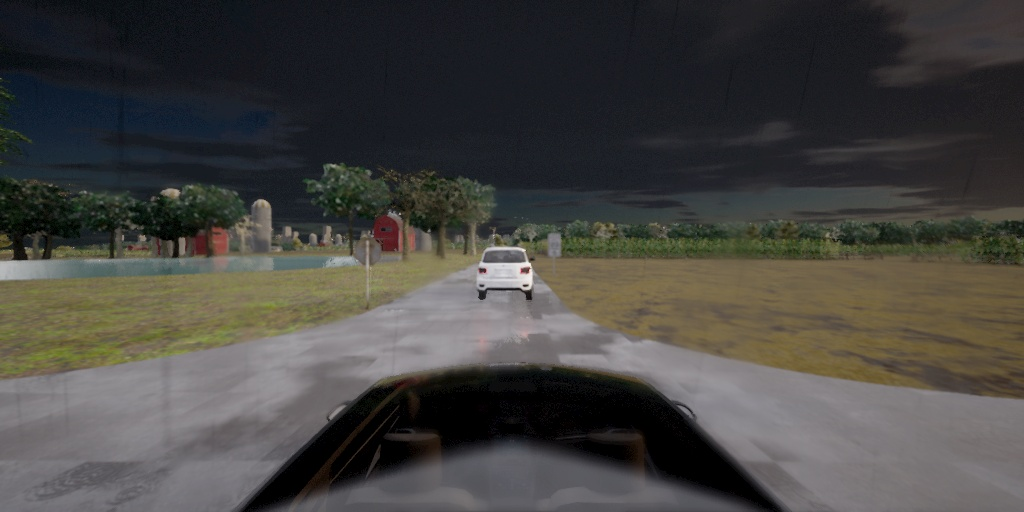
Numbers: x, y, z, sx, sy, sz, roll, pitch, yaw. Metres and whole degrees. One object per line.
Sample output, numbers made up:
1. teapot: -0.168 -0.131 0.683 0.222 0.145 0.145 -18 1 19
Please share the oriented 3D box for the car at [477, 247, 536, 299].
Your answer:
1. car: -0.172 0.635 15.758 2.150 2.045 5.566 0 1 3
